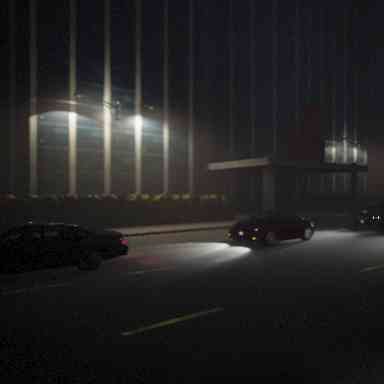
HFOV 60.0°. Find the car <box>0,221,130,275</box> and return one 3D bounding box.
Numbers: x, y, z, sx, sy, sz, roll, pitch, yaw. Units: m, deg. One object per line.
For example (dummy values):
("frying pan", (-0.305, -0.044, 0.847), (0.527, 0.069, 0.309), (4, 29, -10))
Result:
("car", (-4.499, 1.547, 9.366), (5.357, 1.411, 2.033), (0, 0, -35))

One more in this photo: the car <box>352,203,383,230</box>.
("car", (12.136, 1.489, 21.217), (4.902, 1.511, 2.128), (0, 0, -35))

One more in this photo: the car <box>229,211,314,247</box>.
("car", (3.688, 1.562, 15.211), (4.181, 1.385, 1.994), (0, 0, -36))
